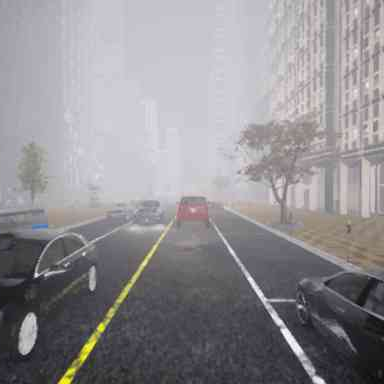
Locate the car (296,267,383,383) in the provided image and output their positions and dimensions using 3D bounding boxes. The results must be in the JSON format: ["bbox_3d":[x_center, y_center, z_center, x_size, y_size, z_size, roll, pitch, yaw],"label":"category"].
[{"bbox_3d":[2.681,1.565,4.094,1.947,1.339,4.313,-1,0,0],"label":"car"}]

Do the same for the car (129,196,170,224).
[{"bbox_3d":[-3.060,1.354,24.934,2.097,1.767,4.553,0,0,0],"label":"car"}]

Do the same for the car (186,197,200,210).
[{"bbox_3d":[0.104,1.524,44.821,1.837,1.490,4.892,0,0,0],"label":"car"}]

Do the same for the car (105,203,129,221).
[{"bbox_3d":[-5.697,1.555,26.595,2.008,1.369,4.403,-1,0,0],"label":"car"}]

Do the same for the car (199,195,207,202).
[{"bbox_3d":[2.689,1.511,82.845,1.967,1.590,4.097,-1,0,0],"label":"car"}]

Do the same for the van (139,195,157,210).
[{"bbox_3d":[-5.698,1.359,43.470,1.690,1.788,3.998,-1,0,0],"label":"van"}]

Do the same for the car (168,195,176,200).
[{"bbox_3d":[-5.688,1.641,94.096,2.008,1.369,4.403,-1,0,0],"label":"car"}]

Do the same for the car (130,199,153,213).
[{"bbox_3d":[-5.695,1.558,37.846,1.887,1.381,4.507,-1,0,0],"label":"car"}]

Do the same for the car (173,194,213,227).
[{"bbox_3d":[0.083,1.226,22.939,2.150,2.045,5.566,0,0,0],"label":"car"}]

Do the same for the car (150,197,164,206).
[{"bbox_3d":[-5.693,1.574,54.720,1.887,1.381,4.507,-1,0,0],"label":"car"}]

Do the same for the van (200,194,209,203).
[{"bbox_3d":[2.685,1.393,71.596,1.690,1.788,3.998,-1,0,0],"label":"van"}]

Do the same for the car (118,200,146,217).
[{"bbox_3d":[-5.697,1.533,32.051,1.752,1.417,4.829,-1,0,0],"label":"car"}]

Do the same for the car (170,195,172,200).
[{"bbox_3d":[-5.691,1.595,65.971,2.008,1.369,4.403,-1,0,0],"label":"car"}]

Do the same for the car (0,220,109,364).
[{"bbox_3d":[-3.088,1.505,5.943,1.837,1.490,4.892,0,0,0],"label":"car"}]

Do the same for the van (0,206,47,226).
[{"bbox_3d":[-5.702,1.340,9.721,1.690,1.788,3.998,-1,0,0],"label":"van"}]

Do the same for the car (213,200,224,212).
[{"bbox_3d":[2.685,1.595,37.845,1.802,1.307,4.206,-1,0,0],"label":"car"}]
